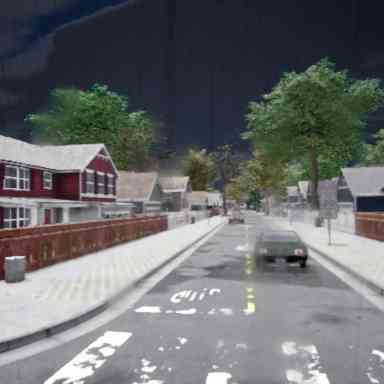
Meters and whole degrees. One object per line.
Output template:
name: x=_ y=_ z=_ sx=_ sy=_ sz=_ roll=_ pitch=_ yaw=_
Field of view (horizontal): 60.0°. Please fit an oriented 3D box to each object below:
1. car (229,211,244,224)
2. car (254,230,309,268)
car: x=6.328 y=3.491 z=47.039 sx=2.097 sy=1.767 sz=4.553 roll=-1 pitch=-3 yaw=9
car: x=3.585 y=2.203 z=13.737 sx=1.895 sy=1.301 sz=4.718 roll=-2 pitch=-3 yaw=13
